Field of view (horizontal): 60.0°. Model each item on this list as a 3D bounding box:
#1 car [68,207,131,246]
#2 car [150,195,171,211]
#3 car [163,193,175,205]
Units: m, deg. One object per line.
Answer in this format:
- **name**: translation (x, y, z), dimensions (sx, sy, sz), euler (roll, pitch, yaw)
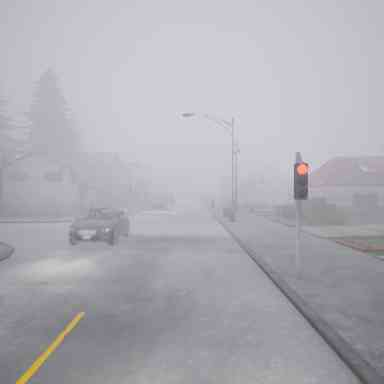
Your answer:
- **car**: translation (-4.083, 1.491, 15.334), dimensions (2.128, 1.511, 4.902), euler (0, 0, 0)
- **car**: translation (-4.054, 1.505, 41.770), dimensions (1.837, 1.490, 4.892), euler (0, 0, 0)
- **car**: translation (-4.025, 1.223, 57.111), dimensions (2.150, 2.045, 5.566), euler (0, 0, 0)
